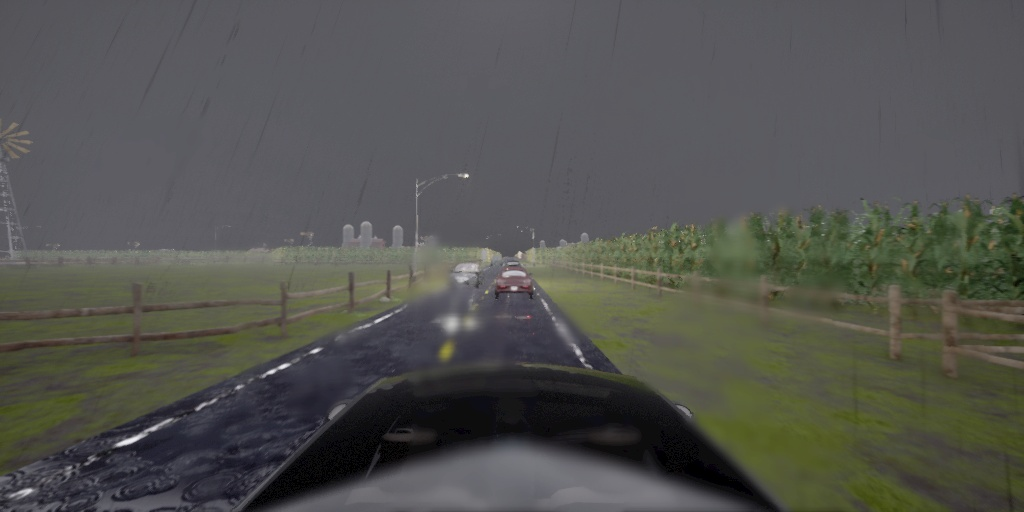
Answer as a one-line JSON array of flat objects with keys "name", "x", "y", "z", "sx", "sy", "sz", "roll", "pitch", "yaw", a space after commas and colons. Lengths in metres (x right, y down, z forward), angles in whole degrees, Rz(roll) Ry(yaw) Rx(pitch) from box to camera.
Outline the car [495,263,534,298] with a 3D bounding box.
[{"name": "car", "x": 0.096, "y": 1.272, "z": 18.239, "sx": 1.812, "sy": 1.442, "sz": 4.674, "roll": 0, "pitch": 0, "yaw": 0}]

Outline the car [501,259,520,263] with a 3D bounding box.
[{"name": "car", "x": 0.095, "y": 1.240, "z": 36.862, "sx": 1.837, "sy": 1.490, "sz": 4.892, "roll": 0, "pitch": 0, "yaw": 0}]

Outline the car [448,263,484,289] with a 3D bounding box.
[{"name": "car", "x": -2.850, "y": 1.235, "z": 23.082, "sx": 2.128, "sy": 1.511, "sz": 4.902, "roll": 0, "pitch": 0, "yaw": 0}]
